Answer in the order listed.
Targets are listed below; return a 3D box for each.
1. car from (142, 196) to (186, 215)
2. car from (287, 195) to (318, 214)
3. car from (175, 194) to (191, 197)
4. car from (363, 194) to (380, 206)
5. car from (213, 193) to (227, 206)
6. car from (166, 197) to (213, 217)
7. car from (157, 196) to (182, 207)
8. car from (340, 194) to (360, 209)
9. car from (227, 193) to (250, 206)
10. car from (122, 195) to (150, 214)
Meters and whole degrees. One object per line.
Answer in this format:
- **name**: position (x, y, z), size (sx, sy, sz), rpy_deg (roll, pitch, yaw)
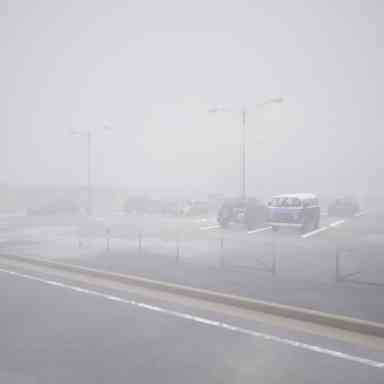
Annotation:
- **car**: position (-2.535, 1.419, 31.702), size (1.784, 1.438, 3.905), rpy_deg (0, 0, 34)
- **car**: position (13.087, 1.451, 39.388), size (1.970, 1.475, 3.806), rpy_deg (0, 0, 34)
- **car**: position (-0.978, 1.209, 48.752), size (1.932, 1.855, 4.605), rpy_deg (0, 0, 34)
- **car**: position (27.459, 1.209, 50.702), size (1.932, 1.855, 4.605), rpy_deg (0, 0, 34)
- **car**: position (6.397, 1.451, 64.922), size (1.970, 1.475, 3.806), rpy_deg (0, 0, 34)
- **car**: position (-0.134, 1.451, 30.084), size (1.970, 1.475, 3.806), rpy_deg (0, 0, 34)
- **car**: position (-3.345, 1.419, 50.424), size (1.784, 1.438, 3.905), rpy_deg (0, 0, 34)
- **car**: position (25.089, 1.212, 52.364), size (1.905, 1.878, 3.866), rpy_deg (0, 0, 34)
- **car**: position (8.792, 1.212, 63.295), size (1.905, 1.878, 3.866), rpy_deg (0, 0, 34)
- **car**: position (-4.788, 1.209, 33.159), size (1.932, 1.855, 4.605), rpy_deg (0, 0, 34)
